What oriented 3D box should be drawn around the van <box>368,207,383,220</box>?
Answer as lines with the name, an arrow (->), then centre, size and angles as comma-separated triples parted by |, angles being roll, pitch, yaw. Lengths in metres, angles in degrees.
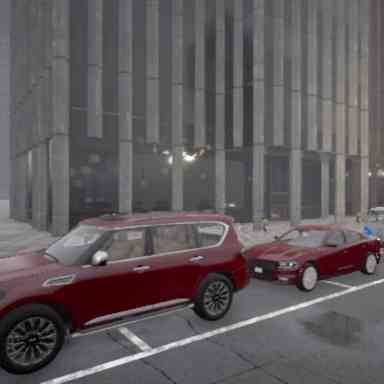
van -> 7.974, 1.410, 12.342 | 3.998, 1.788, 1.690 | 0, 0, -36

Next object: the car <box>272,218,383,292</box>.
car -> 3.385, 1.585, 9.067 | 4.507, 1.381, 1.887 | 0, 0, -36

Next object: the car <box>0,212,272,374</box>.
car -> -1.204, 1.327, 5.795 | 5.009, 1.841, 2.192 | 0, 0, -36
